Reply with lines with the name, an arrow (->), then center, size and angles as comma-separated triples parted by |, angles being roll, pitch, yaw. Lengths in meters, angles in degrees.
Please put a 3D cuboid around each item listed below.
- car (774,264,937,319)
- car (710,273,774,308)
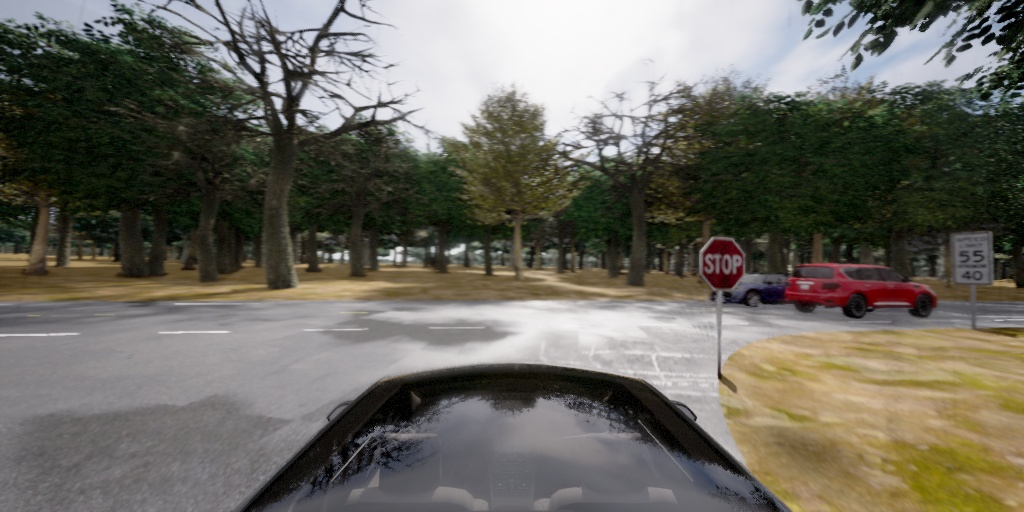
car -> 14.136, 1.382, 14.650 | 5.566, 2.045, 2.150 | 2, -2, -12
car -> 12.391, 1.610, 17.960 | 4.553, 1.767, 2.097 | 2, -2, -12
